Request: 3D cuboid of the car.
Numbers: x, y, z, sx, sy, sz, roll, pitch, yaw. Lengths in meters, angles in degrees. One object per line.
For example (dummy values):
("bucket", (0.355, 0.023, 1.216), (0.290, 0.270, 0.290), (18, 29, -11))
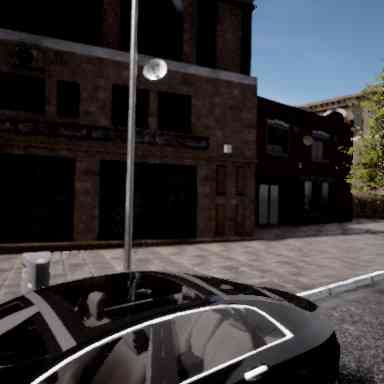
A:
("car", (-0.792, 1.514, 2.545), (4.892, 1.490, 1.837), (1, 0, -36))
